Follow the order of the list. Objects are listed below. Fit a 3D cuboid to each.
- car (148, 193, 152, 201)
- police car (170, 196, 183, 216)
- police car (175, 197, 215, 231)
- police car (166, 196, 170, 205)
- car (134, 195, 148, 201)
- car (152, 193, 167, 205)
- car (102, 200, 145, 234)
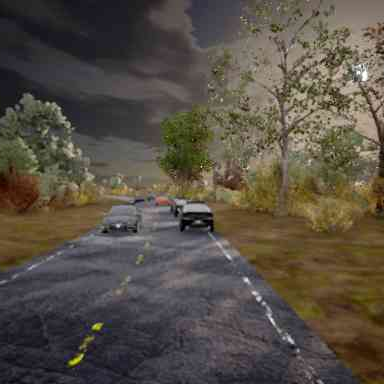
[{"bbox_3d":[-8.268,0.986,69.467,2.097,1.767,4.553,0,0,-14],"label":"car"},{"bbox_3d":[-0.715,1.320,30.078,1.930,1.638,5.238,0,0,-6],"label":"police car"},{"bbox_3d":[0.159,1.355,20.037,1.930,1.638,5.238,0,0,-4],"label":"police car"},{"bbox_3d":[-1.398,1.300,36.086,1.930,1.638,5.238,0,0,-7],"label":"police car"},{"bbox_3d":[-9.625,1.397,61.393,1.895,1.301,4.718,0,0,-11],"label":"car"},{"bbox_3d":[-4.750,1.171,52.678,2.097,1.767,4.553,0,0,-11],"label":"car"},{"bbox_3d":[-3.831,1.443,18.976,1.837,1.490,4.892,0,0,-4],"label":"car"}]
